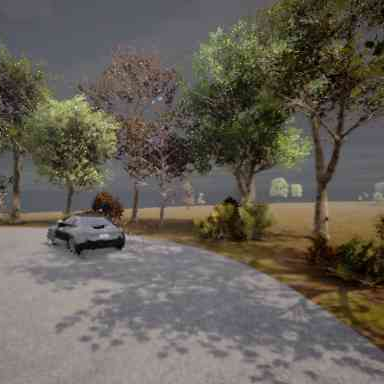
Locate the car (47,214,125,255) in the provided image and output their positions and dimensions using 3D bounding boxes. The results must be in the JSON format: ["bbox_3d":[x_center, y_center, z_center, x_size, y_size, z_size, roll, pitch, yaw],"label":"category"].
[{"bbox_3d":[-4.449,1.581,13.716,1.994,1.385,4.181,0,0,-38],"label":"car"}]
